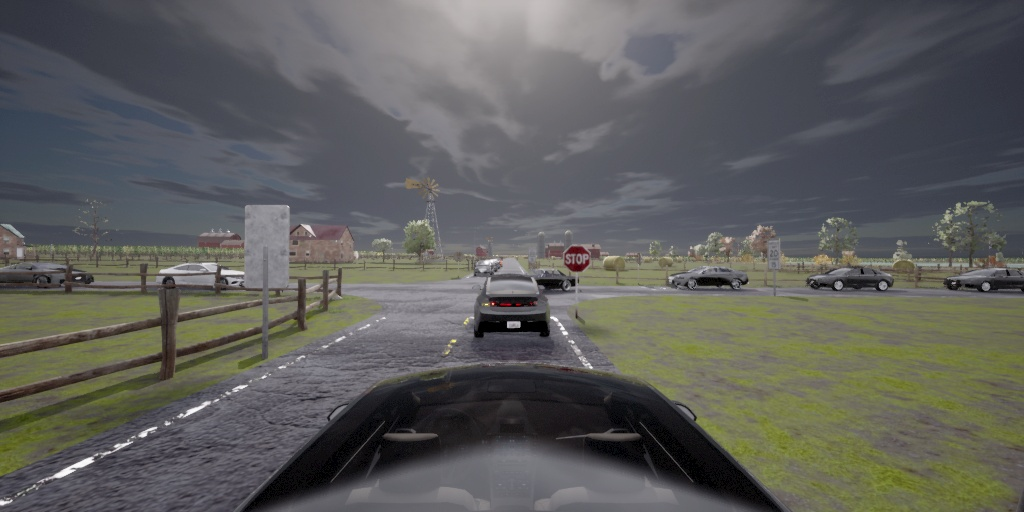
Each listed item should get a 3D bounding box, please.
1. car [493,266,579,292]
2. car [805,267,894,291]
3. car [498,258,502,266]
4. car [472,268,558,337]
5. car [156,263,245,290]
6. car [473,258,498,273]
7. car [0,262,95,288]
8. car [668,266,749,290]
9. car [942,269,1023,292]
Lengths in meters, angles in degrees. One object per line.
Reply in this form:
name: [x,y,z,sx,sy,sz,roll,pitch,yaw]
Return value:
car: [1.510,1.369,20.305,4.718,1.301,1.895,1,0,-35]
car: [22.212,1.499,23.692,4.892,1.490,1.837,1,-1,-1]
car: [-2.826,1.241,46.394,2.128,1.511,4.902,0,0,0]
car: [-0.069,1.256,10.260,1.837,1.490,4.892,0,0,-3]
car: [-17.233,1.103,20.227,4.674,1.442,1.812,1,-1,-1]
car: [-2.838,1.243,36.948,2.128,1.511,4.902,0,0,0]
car: [-26.353,1.048,20.110,4.181,1.385,1.994,1,-1,-1]
car: [12.811,1.397,23.527,4.902,1.511,2.128,1,-1,-2]
car: [31.715,1.587,23.807,4.892,1.490,1.837,1,-1,-1]
